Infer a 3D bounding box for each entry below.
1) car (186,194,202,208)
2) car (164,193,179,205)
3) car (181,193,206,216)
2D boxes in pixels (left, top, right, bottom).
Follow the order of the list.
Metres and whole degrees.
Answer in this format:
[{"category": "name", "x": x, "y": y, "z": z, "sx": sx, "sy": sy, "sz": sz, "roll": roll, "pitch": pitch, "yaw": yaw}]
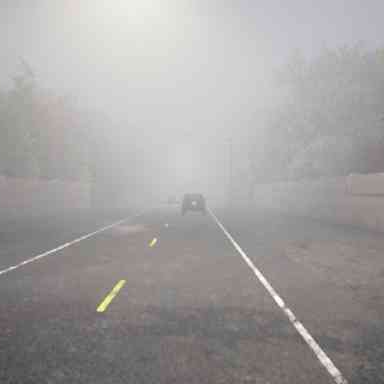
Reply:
[{"category": "car", "x": 0.288, "y": 1.156, "z": 45.478, "sx": 2.097, "sy": 1.767, "sz": 4.553, "roll": 0, "pitch": 0, "yaw": 1}, {"category": "car", "x": -3.265, "y": 1.108, "z": 53.923, "sx": 2.097, "sy": 1.767, "sz": 4.553, "roll": 0, "pitch": 0, "yaw": 1}, {"category": "car", "x": 0.166, "y": 1.097, "z": 31.146, "sx": 2.150, "sy": 2.045, "sz": 5.566, "roll": 0, "pitch": 0, "yaw": 0}]
